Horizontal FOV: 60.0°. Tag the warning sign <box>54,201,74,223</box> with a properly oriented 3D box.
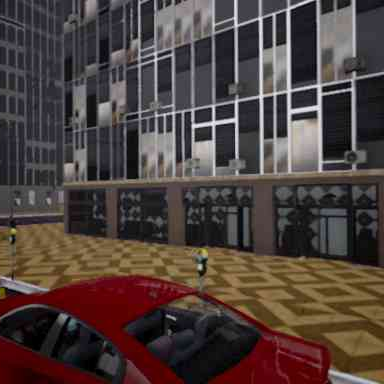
[{"bbox_3d":[-11.021,1.694,28.631,1.300,1.860,1.060,1,0,33],"label":"warning sign"}]

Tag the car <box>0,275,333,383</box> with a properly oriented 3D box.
[{"bbox_3d":[-0.947,1.569,3.396,4.507,1.381,1.887,-1,0,35],"label":"car"}]
